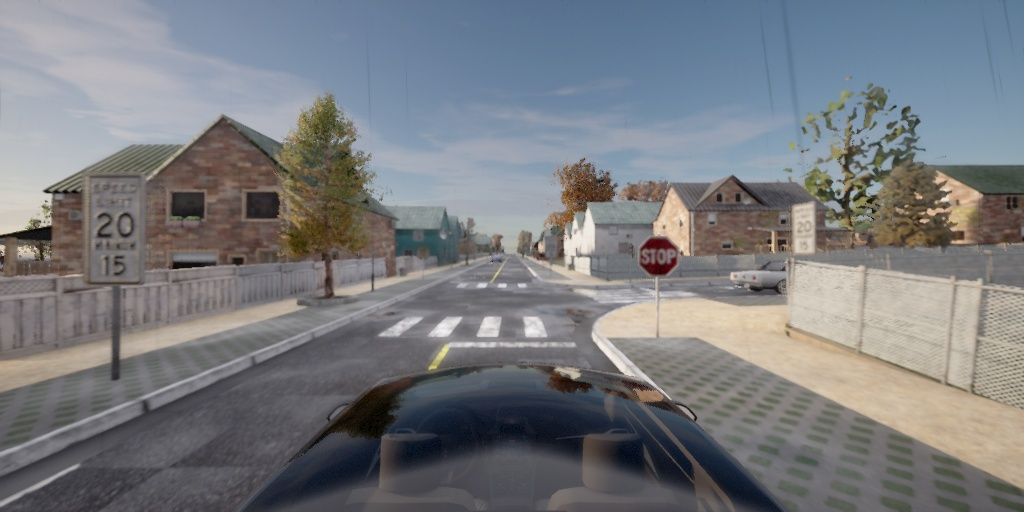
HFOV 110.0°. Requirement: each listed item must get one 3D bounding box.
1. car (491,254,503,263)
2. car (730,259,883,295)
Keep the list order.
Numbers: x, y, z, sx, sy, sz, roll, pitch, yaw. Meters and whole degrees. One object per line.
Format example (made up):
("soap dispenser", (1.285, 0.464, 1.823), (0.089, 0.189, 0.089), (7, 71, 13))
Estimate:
("car", (-2.705, 0.459, 63.503), (1.812, 1.442, 4.674), (0, 1, 0))
("car", (11.449, 0.785, 14.097), (4.718, 1.301, 1.895), (-2, 0, 1))
